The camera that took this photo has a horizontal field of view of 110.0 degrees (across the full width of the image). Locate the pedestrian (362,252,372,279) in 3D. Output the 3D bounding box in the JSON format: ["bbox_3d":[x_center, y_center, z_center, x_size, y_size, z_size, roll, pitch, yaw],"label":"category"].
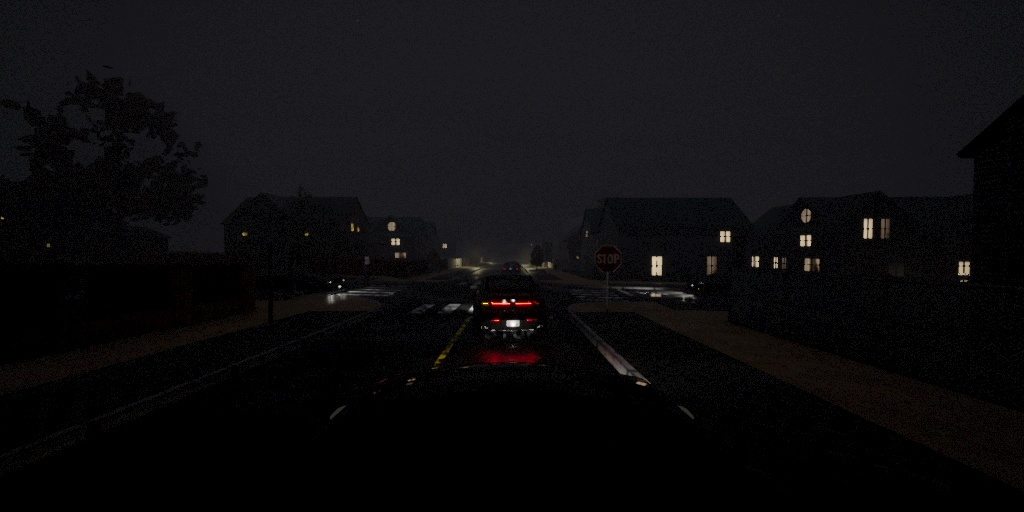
[{"bbox_3d":[-9.701,0.611,24.084,0.375,1.860,0.375,0,0,1],"label":"pedestrian"}]

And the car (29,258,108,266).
[{"bbox_3d":[-22.291,0.855,18.422,4.892,1.490,1.837,1,1,1],"label":"car"}]

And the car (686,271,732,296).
[{"bbox_3d":[12.510,1.567,20.851,4.181,1.385,1.994,1,1,1],"label":"car"}]

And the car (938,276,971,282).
[{"bbox_3d":[26.216,1.852,20.648,5.357,1.411,2.033,1,1,1],"label":"car"}]

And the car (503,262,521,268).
[{"bbox_3d":[-0.037,1.285,37.290,2.033,1.411,5.357,0,0,2],"label":"car"}]

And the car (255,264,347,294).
[{"bbox_3d":[-11.409,1.119,18.260,5.357,1.411,2.033,1,1,1],"label":"car"}]

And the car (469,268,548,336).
[{"bbox_3d":[-0.150,1.252,10.387,1.837,1.490,4.892,0,0,-4],"label":"car"}]
